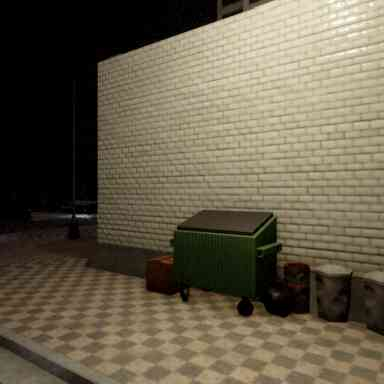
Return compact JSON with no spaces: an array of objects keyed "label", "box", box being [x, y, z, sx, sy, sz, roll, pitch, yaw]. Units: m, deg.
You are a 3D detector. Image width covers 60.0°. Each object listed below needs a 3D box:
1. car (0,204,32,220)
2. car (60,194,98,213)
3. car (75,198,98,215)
[{"label":"car","box":[-15.073,1.619,26.450,1.994,1.385,4.181,0,0,33]},{"label":"car","box":[-11.815,1.277,37.071,2.150,2.045,5.566,0,0,36]},{"label":"car","box":[-9.411,1.619,34.403,1.994,1.385,4.181,0,0,36]}]
